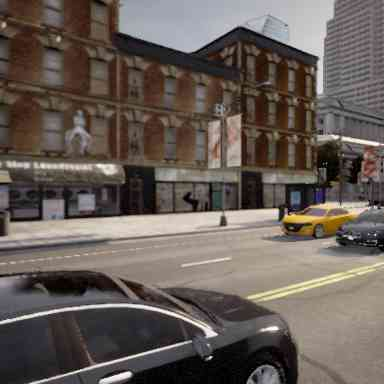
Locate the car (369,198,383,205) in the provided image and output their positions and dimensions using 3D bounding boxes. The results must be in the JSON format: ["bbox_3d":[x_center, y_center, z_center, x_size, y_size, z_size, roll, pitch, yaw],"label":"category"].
[{"bbox_3d":[30.599,1.567,53.290,1.895,1.301,4.718,0,0,-2],"label":"car"}]

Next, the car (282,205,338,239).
[{"bbox_3d":[6.819,1.468,17.466,5.008,1.535,1.882,0,0,-36],"label":"car"}]

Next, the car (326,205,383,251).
[{"bbox_3d":[7.984,1.496,14.003,4.892,1.490,1.837,0,0,-36],"label":"car"}]

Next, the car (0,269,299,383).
[{"bbox_3d":[-1.071,1.504,2.982,4.892,1.490,1.837,0,0,-35],"label":"car"}]
